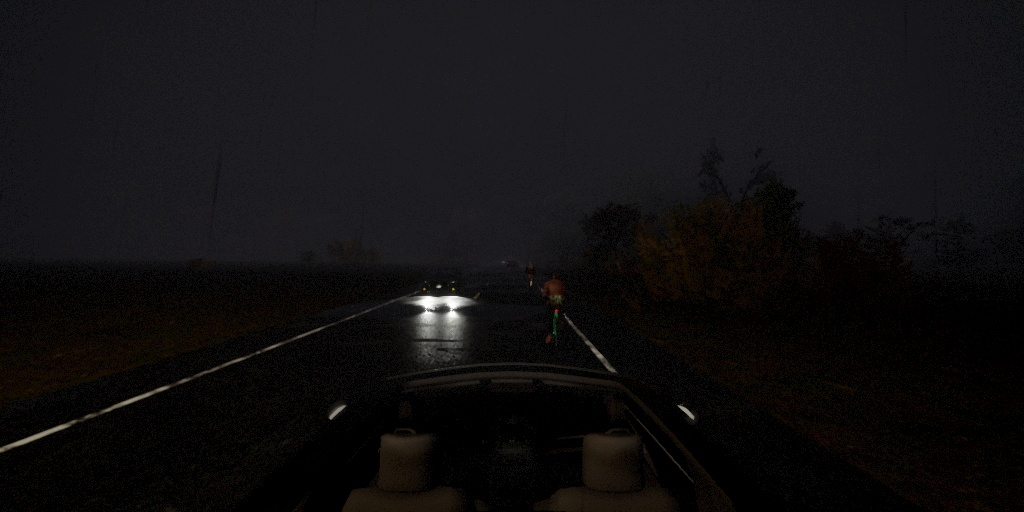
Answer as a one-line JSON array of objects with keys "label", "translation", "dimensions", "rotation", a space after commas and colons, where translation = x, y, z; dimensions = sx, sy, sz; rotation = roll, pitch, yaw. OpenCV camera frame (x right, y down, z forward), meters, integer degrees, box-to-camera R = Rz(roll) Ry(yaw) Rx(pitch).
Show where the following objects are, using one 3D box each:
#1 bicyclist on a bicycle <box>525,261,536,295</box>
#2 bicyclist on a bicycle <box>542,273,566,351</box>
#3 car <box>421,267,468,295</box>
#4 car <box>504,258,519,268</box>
[{"label": "bicyclist on a bicycle", "translation": [0.965, 1.120, 18.621], "dimensions": [0.659, 1.776, 1.843], "rotation": [0, 0, 0]}, {"label": "bicyclist on a bicycle", "translation": [0.963, 1.203, 8.043], "dimensions": [0.582, 1.620, 1.656], "rotation": [0, 0, 0]}, {"label": "car", "translation": [-3.598, 1.314, 19.618], "dimensions": [1.994, 1.385, 4.181], "rotation": [0, 0, 0]}, {"label": "car", "translation": [0.108, 1.314, 59.070], "dimensions": [1.994, 1.385, 4.181], "rotation": [0, 0, 0]}]
